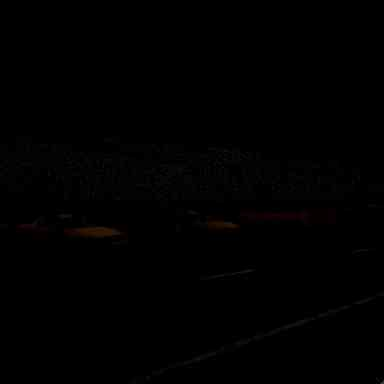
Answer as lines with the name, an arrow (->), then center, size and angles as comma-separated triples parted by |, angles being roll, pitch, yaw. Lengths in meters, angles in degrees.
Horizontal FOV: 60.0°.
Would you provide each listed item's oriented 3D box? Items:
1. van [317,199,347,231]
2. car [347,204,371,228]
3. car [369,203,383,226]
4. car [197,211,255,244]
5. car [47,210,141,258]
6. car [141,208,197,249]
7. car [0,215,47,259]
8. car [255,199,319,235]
van -> 7.355, 1.428, 21.738 | 4.442, 1.987, 1.878 | -1, -1, 35
car -> 9.684, 1.709, 23.521 | 4.674, 1.452, 2.002 | -1, -1, 35
car -> 12.086, 1.713, 25.272 | 4.792, 1.488, 2.163 | -1, -1, 35
car -> 0.116, 1.576, 16.494 | 5.366, 1.575, 1.946 | -1, -1, 35
car -> -4.742, 1.518, 13.032 | 5.366, 1.575, 1.946 | -1, -1, 34
car -> -2.493, 1.582, 14.880 | 4.792, 1.488, 2.163 | -1, -1, 34
car -> -7.323, 1.539, 11.399 | 4.674, 1.452, 2.002 | -1, -1, 35
car -> 4.845, 1.507, 20.044 | 4.553, 1.767, 2.185 | -1, -1, 34
